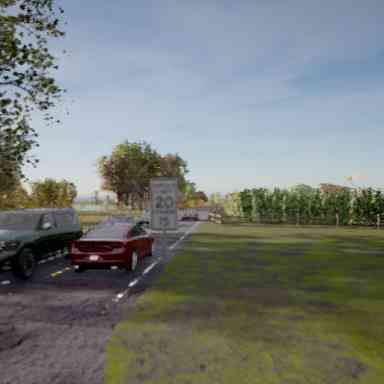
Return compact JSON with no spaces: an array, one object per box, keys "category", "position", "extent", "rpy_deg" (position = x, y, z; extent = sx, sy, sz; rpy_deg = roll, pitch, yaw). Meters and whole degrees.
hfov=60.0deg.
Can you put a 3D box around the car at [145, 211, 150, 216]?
[{"category":"car","position":[-3.980,2.593,32.231],"extent":[2.033,1.411,5.357],"rpy_deg":[0,-2,5]}]

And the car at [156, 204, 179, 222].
[{"category":"car","position":[-3.057,2.616,42.795],"extent":[2.150,2.045,5.566],"rpy_deg":[0,-2,6]}]

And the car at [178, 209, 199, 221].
[{"category":"car","position":[-0.219,2.931,42.656],"extent":[2.033,1.411,5.357],"rpy_deg":[0,-2,5]}]

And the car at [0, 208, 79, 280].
[{"category":"car","position":[-5.681,1.589,11.538],"extent":[2.150,2.045,5.566],"rpy_deg":[0,-2,4]}]

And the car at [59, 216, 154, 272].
[{"category":"car","position":[-2.679,1.861,12.215],"extent":[1.882,1.535,5.008],"rpy_deg":[0,-2,5]}]

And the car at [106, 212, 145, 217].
[{"category":"car","position":[-4.856,2.191,21.699],"extent":[2.128,1.511,4.902],"rpy_deg":[0,-2,5]}]
